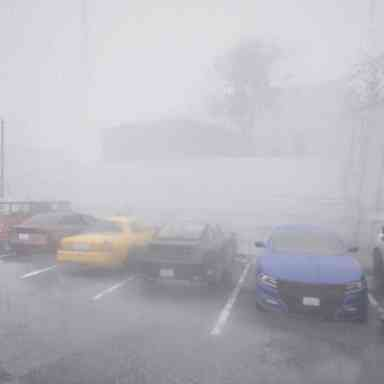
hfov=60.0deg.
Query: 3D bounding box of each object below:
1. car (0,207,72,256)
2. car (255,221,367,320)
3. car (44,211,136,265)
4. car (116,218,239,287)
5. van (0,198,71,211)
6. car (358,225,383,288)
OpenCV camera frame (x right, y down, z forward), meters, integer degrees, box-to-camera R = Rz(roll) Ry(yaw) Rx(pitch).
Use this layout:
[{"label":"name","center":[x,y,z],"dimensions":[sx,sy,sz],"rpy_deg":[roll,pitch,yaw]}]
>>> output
[{"label":"car","center":[-4.729,1.515,12.891],"dimensions":[2.163,1.488,4.792],"rpy_deg":[0,-1,16]},{"label":"car","center":[2.554,1.488,7.669],"dimensions":[2.097,1.535,5.008],"rpy_deg":[1,-1,16]},{"label":"car","center":[-2.259,1.484,11.310],"dimensions":[1.946,1.575,5.366],"rpy_deg":[0,-1,15]},{"label":"car","center":[0.117,1.487,9.393],"dimensions":[2.231,1.521,4.892],"rpy_deg":[0,-1,15]},{"label":"van","center":[-7.188,1.259,14.484],"dimensions":[1.878,1.987,4.442],"rpy_deg":[1,-1,16]},{"label":"car","center":[4.982,1.242,5.965],"dimensions":[2.435,2.045,5.566],"rpy_deg":[0,-1,16]}]
